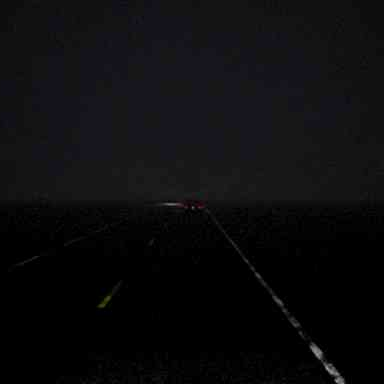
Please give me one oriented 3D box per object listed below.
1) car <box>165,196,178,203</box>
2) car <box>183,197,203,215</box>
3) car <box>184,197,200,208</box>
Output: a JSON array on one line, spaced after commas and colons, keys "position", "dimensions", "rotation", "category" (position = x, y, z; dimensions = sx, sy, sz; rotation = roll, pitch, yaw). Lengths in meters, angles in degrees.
[{"position": [-3.563, 1.313, 59.129], "dimensions": [1.994, 1.385, 4.181], "rotation": [0, 0, 0], "category": "car"}, {"position": [0.086, 1.414, 31.605], "dimensions": [2.033, 1.411, 5.357], "rotation": [0, 0, 0], "category": "car"}, {"position": [0.025, 1.372, 45.113], "dimensions": [1.994, 1.385, 4.181], "rotation": [0, 0, 0], "category": "car"}]
